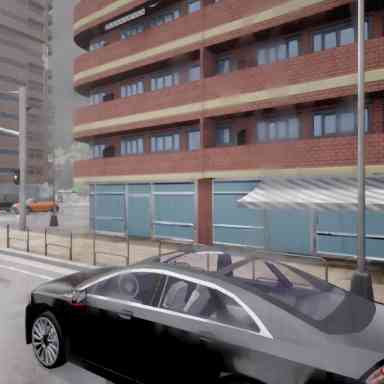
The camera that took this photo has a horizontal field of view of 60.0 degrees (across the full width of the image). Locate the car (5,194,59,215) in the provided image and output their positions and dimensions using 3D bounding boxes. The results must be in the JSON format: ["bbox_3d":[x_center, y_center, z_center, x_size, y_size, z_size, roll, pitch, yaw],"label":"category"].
[{"bbox_3d":[-16.226,1.352,34.442,2.097,1.767,4.553,0,0,36],"label":"car"}]

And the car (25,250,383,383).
[{"bbox_3d":[-0.140,1.491,4.088,4.902,1.511,2.128,0,0,35],"label":"car"}]

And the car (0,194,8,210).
[{"bbox_3d":[-20.151,1.221,34.999,2.150,2.045,5.566,0,0,35],"label":"car"}]
